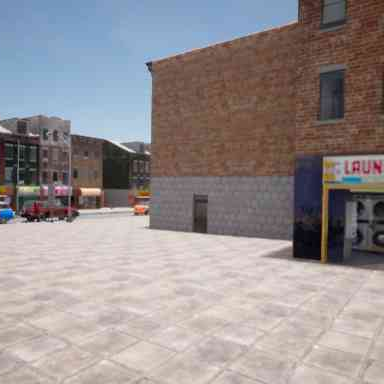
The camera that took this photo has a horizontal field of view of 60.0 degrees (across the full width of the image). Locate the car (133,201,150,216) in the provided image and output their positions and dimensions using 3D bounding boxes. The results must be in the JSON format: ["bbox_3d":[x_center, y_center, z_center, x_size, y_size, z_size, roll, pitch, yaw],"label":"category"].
[{"bbox_3d":[-4.870,1.897,40.203,2.097,1.767,4.553,2,0,36],"label":"car"}]

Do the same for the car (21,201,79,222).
[{"bbox_3d":[-12.572,1.680,29.637,2.192,1.841,5.009,1,0,36],"label":"car"}]

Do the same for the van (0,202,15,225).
[{"bbox_3d":[-15.714,1.634,25.238,1.690,1.788,3.998,1,0,36],"label":"van"}]
